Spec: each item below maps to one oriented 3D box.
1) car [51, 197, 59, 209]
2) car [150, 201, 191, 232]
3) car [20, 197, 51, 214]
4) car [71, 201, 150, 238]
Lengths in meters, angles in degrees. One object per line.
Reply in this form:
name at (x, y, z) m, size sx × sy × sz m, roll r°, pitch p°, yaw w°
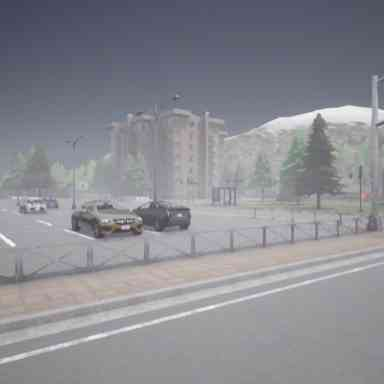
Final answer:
car at (-17.129, 1.314, 39.610) m, size 1.845 × 1.501 × 3.633 m, roll 0°, pitch 0°, yaw -36°
car at (-1.877, 1.283, 18.511) m, size 2.007 × 1.523 × 4.514 m, roll 0°, pitch 0°, yaw -36°
car at (-15.200, 1.325, 31.849) m, size 1.970 × 1.475 × 3.806 m, roll 0°, pitch 0°, yaw -36°
car at (-4.390, 1.273, 16.632) m, size 2.152 × 1.636 × 5.027 m, roll 0°, pitch 0°, yaw -36°
